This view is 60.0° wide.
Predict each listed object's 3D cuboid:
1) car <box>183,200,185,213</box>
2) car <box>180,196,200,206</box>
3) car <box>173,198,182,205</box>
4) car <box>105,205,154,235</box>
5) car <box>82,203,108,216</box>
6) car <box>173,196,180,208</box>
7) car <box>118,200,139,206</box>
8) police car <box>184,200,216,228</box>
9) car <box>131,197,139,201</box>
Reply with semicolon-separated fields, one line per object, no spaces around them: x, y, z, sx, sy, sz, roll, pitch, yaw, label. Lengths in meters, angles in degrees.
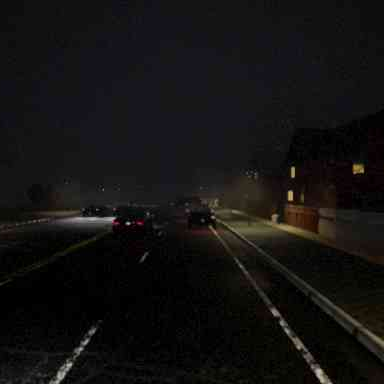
0.293;1.817;33.813;1.812;1.442;4.674;0;-1;-2;car
0.039;1.570;39.878;2.150;2.045;5.566;0;-1;-3;car
-3.409;2.171;77.625;1.994;1.385;4.181;0;-1;-5;car
-3.416;1.722;19.996;2.033;1.411;5.357;0;0;-1;car
-10.668;1.930;36.713;1.895;1.301;4.718;0;-1;-2;car
-1.903;1.735;58.184;2.150;2.045;5.566;0;-1;-4;car
-7.423;1.928;36.908;1.895;1.301;4.718;0;-1;-2;car
0.624;1.630;23.863;1.930;1.638;5.238;0;-1;-2;police car
-13.220;1.995;77.670;1.812;1.442;4.674;0;-1;-5;car
